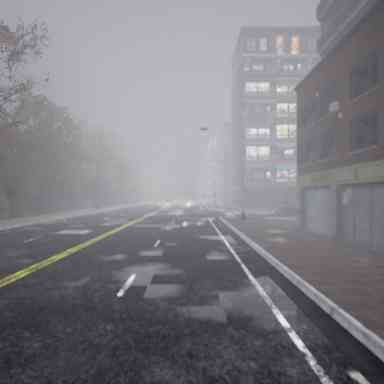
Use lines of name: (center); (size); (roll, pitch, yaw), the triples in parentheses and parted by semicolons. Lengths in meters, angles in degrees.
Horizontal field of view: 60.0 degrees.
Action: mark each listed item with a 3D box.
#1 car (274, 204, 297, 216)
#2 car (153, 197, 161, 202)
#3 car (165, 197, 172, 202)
car: (12.207, 2.184, 40.517); (4.181, 1.385, 1.994); (1, -1, 0)
car: (-9.758, 2.011, 92.691); (1.882, 1.535, 5.008); (0, -1, 0)
car: (-6.509, 2.073, 92.691); (2.033, 1.411, 5.357); (0, -1, 0)
